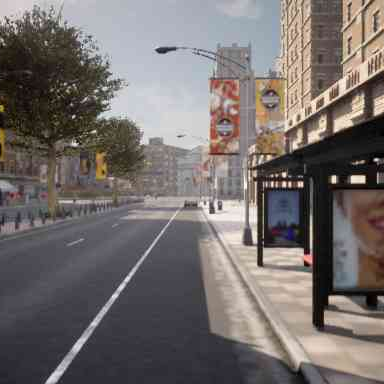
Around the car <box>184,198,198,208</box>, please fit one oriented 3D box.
[{"bbox_3d":[-0.146,1.579,47.903,1.895,1.301,4.718,0,0,0],"label":"car"}]
